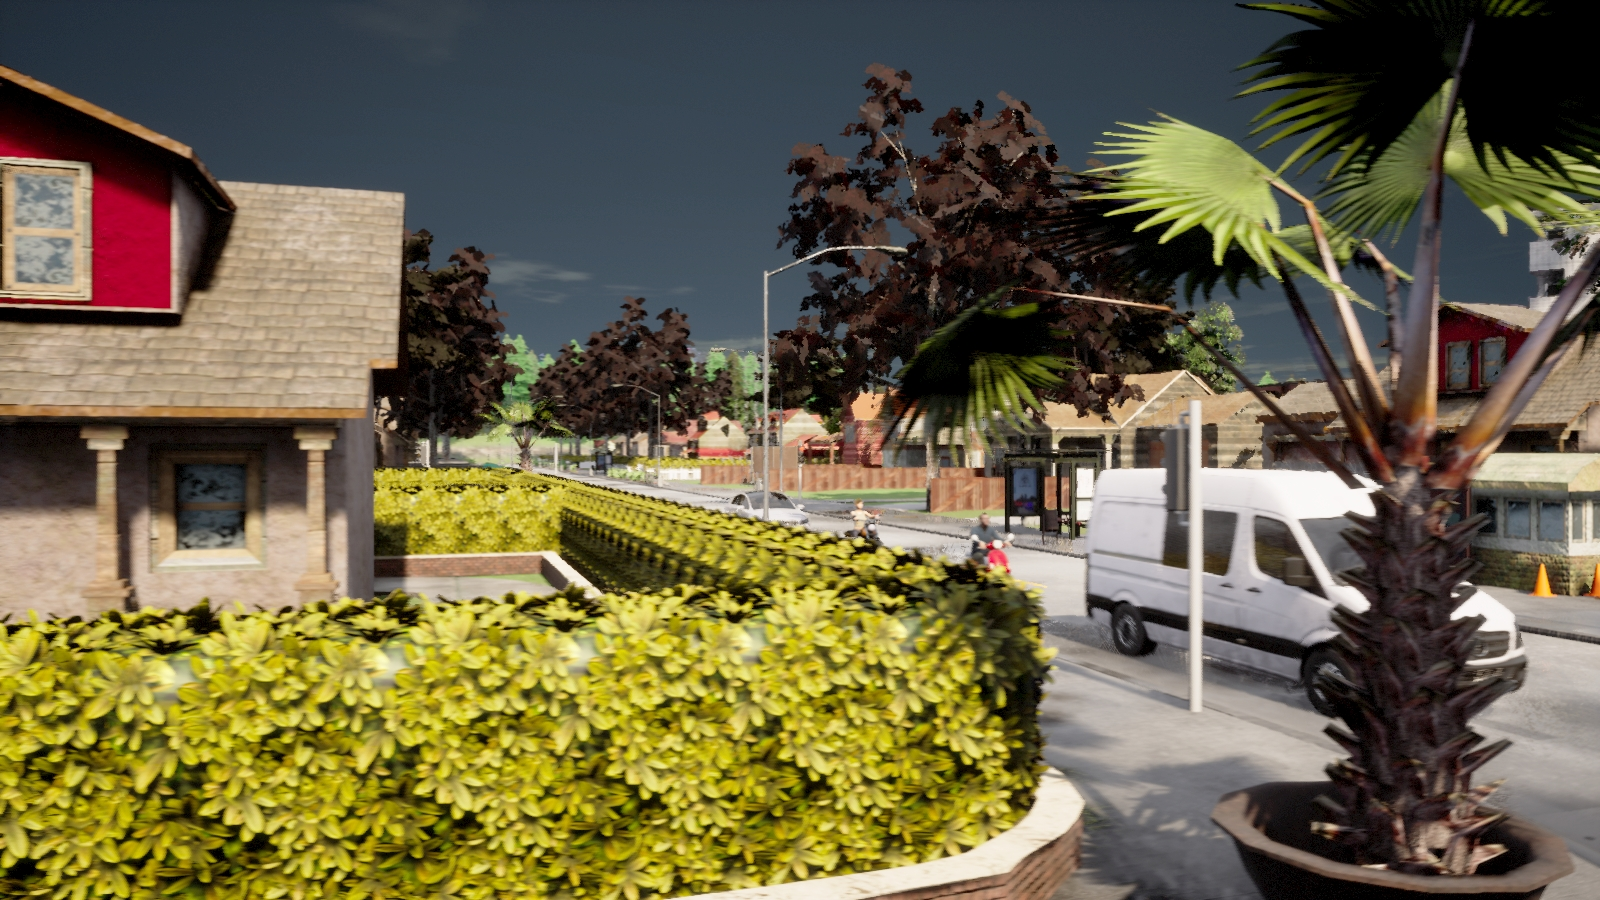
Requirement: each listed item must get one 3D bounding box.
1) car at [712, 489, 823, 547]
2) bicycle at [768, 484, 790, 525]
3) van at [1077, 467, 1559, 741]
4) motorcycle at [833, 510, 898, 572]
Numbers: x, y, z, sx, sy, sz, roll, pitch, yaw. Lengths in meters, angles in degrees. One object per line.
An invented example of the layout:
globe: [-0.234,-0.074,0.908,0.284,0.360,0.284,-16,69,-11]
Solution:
car: [-1.126,2.081,36.051,2.231,1.480,4.892,0,0,-18]
bicycle: [-0.819,2.084,43.818,0.329,1.471,1.835,0,0,-18]
van: [5.912,1.541,14.200,1.988,2.561,5.915,0,0,-18]
motorcycle: [1.559,2.170,27.704,0.764,1.307,2.356,0,0,-18]
